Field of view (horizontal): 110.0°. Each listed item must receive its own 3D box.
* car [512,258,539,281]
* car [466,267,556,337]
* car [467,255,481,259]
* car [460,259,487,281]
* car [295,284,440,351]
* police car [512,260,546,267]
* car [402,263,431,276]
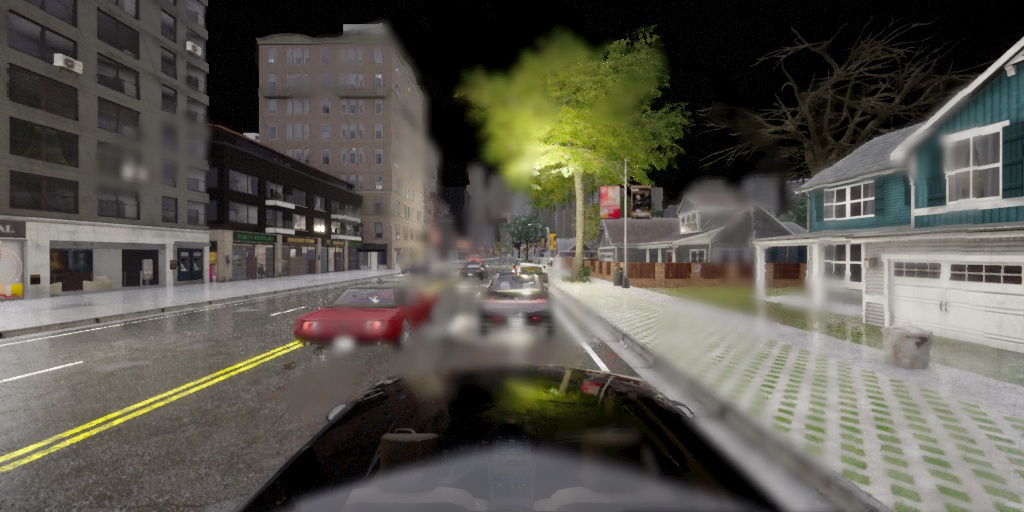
[{"bbox_3d":[1.051,1.082,30.380,2.097,1.767,4.553,0,0,0],"label":"car"},{"bbox_3d":[0.121,1.239,10.270,2.128,1.511,4.902,0,0,0],"label":"car"},{"bbox_3d":[-6.394,0.924,61.673,2.150,2.045,5.566,0,0,1],"label":"car"},{"bbox_3d":[-3.067,1.257,29.553,1.812,1.442,4.674,0,0,1],"label":"car"},{"bbox_3d":[-3.131,1.349,8.954,1.895,1.301,4.718,0,0,0],"label":"car"},{"bbox_3d":[1.025,1.165,20.520,1.930,1.638,5.238,0,0,0],"label":"police car"},{"bbox_3d":[-9.756,1.325,36.806,1.895,1.301,4.718,0,0,0],"label":"car"}]
